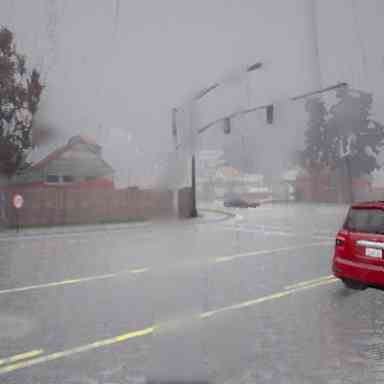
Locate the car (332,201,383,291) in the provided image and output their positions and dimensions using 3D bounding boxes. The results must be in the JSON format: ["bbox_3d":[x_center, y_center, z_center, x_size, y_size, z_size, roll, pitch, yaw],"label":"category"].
[{"bbox_3d":[5.564,1.217,7.740,5.566,2.045,2.150,0,0,-35],"label":"car"}]

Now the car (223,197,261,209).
[{"bbox_3d":[6.356,1.409,43.151,2.033,1.411,5.357,-1,1,-37],"label":"car"}]
